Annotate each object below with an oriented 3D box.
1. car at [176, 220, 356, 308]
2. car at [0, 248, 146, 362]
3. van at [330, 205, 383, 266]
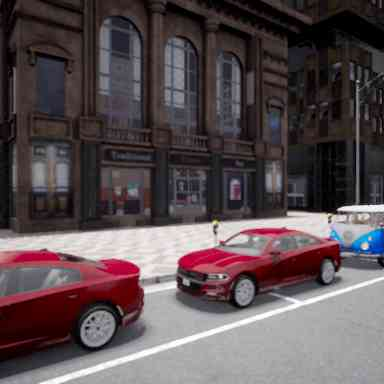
[{"bbox_3d":[1.719,1.540,7.878,4.507,1.381,1.887,0,0,-36],"label":"car"},{"bbox_3d":[-2.853,1.545,4.613,4.507,1.381,1.887,0,0,-36],"label":"car"},{"bbox_3d":[6.291,1.332,11.144,3.998,1.788,1.690,0,0,-36],"label":"van"}]
